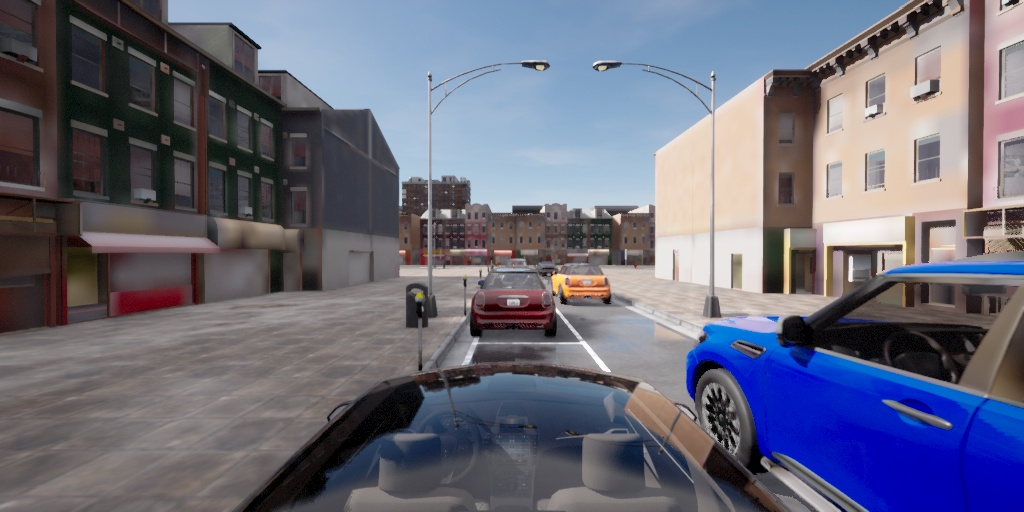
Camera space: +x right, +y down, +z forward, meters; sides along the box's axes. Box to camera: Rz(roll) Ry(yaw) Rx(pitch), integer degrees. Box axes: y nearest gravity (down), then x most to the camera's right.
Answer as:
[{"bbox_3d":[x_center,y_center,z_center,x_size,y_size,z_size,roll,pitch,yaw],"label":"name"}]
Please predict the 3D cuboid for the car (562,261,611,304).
[{"bbox_3d":[3.023,1.100,16.546,2.097,1.767,4.553,0,0,0],"label":"car"}]

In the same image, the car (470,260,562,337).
[{"bbox_3d":[0.033,1.102,10.471,2.097,1.767,4.553,0,0,0],"label":"car"}]

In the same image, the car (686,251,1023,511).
[{"bbox_3d":[3.020,0.973,1.654,2.150,2.045,5.566,0,0,0],"label":"car"}]

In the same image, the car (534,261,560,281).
[{"bbox_3d":[3.026,1.265,31.770,1.837,1.490,4.892,0,0,0],"label":"car"}]
